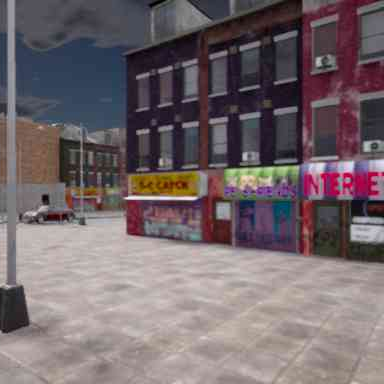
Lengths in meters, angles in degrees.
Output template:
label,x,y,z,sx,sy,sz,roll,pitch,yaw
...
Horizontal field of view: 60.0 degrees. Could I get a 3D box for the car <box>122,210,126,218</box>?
label,x,y,z,sx,sy,sz,roll,pitch,yaw
car,-5.771,2.137,36.947,2.008,1.369,4.403,-2,-2,35

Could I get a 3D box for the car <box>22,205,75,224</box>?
label,x,y,z,sx,sy,sz,roll,pitch,yaw
car,-12.060,1.801,28.057,1.967,1.590,4.097,-2,-2,35
